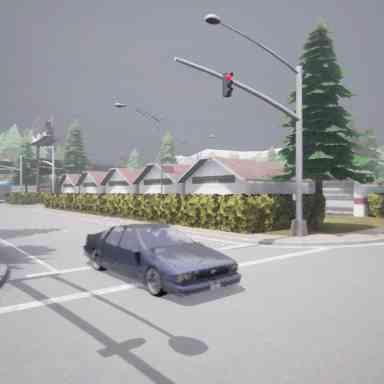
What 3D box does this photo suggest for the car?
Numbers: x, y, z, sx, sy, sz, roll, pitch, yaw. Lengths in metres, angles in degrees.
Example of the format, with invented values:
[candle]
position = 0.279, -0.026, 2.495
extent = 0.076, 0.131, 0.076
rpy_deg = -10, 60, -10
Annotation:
[car]
position = -1.187, 1.569, 8.947
extent = 2.033, 1.411, 5.357
rpy_deg = 0, 0, -39
